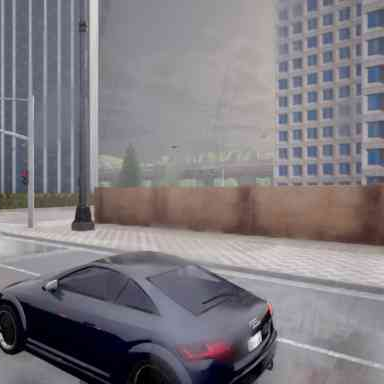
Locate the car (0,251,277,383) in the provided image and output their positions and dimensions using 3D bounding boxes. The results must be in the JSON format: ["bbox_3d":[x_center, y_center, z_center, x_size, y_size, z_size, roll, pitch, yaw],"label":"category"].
[{"bbox_3d":[-0.977,1.564,4.700,4.181,1.385,1.994,0,0,35],"label":"car"}]
